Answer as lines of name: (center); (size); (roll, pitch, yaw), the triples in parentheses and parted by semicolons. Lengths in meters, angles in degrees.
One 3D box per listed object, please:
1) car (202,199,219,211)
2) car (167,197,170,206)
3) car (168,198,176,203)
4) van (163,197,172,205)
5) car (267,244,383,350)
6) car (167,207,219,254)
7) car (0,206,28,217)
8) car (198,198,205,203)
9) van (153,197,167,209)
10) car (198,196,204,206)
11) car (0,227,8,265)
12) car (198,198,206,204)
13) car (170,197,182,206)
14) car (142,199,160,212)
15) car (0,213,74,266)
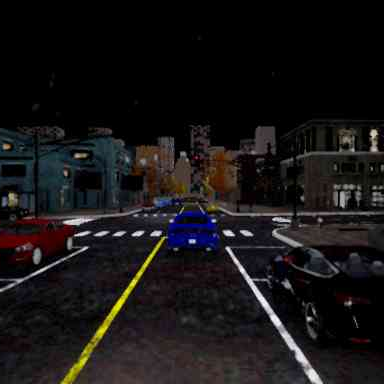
car: (2.706, 1.948, 44.584); (1.752, 1.417, 4.829); (-1, -1, 0)
car: (-5.668, 2.123, 61.056); (1.887, 1.381, 4.507); (0, -1, 0)
car: (-5.655, 2.456, 94.332); (1.947, 1.339, 4.313); (0, -1, 0)
van: (-5.663, 2.075, 77.696); (1.690, 1.788, 3.998); (0, -1, 0)
car: (2.691, 1.628, 6.353); (1.947, 1.339, 4.313); (-1, -1, 0)
car: (0.034, 1.613, 14.197); (1.882, 1.535, 5.008); (0, 0, 0)
car: (-18.183, 2.034, 32.221); (4.313, 1.339, 1.947); (-1, 1, -1)
car: (2.727, 2.435, 94.329); (1.887, 1.381, 4.507); (-1, -1, 0)
van: (-5.671, 1.867, 55.511); (1.690, 1.788, 3.998); (0, -1, 0)
car: (2.717, 2.233, 72.144); (2.008, 1.369, 4.403); (-1, -1, 0)
car: (-5.690, 1.586, 6.186); (1.752, 1.417, 4.829); (0, -1, 0)
car: (2.724, 2.404, 88.782); (1.947, 1.339, 4.313); (-1, -1, 0)
car: (-2.974, 2.169, 68.108); (1.812, 1.442, 4.674); (0, 0, 0)
car: (-5.674, 2.003, 44.417); (1.802, 1.307, 4.206); (0, -1, 0)
car: (-5.687, 1.659, 11.900); (1.887, 1.381, 4.507); (0, -1, 0)
